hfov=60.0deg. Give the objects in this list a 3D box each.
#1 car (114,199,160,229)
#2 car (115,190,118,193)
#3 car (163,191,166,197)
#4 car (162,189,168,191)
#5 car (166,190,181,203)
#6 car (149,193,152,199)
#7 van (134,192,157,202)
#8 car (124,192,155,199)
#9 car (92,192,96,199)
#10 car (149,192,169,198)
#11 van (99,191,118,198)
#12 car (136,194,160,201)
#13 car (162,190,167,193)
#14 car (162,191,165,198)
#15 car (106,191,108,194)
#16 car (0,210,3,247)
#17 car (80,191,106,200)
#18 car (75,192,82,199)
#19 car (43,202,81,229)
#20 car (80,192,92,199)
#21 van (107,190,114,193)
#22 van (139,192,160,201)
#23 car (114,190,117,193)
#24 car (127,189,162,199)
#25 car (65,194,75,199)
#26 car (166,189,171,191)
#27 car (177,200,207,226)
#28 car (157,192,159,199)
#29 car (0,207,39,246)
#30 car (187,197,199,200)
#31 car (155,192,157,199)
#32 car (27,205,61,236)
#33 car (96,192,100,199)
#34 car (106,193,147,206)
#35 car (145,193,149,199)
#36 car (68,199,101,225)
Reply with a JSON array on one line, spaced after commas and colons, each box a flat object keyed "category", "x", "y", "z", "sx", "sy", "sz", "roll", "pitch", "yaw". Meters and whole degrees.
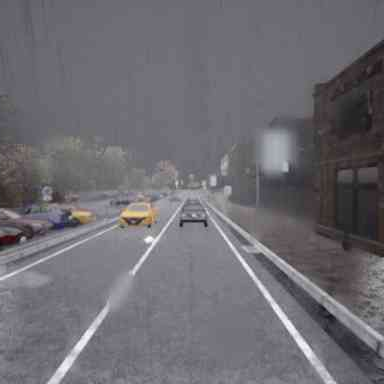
[{"category": "car", "x": -3.354, "y": 1.425, "z": 21.537, "sx": 1.882, "sy": 1.535, "sz": 5.008, "roll": 0, "pitch": 0, "yaw": 0}, {"category": "car", "x": -21.734, "y": 0.803, "z": 84.618, "sx": 4.553, "sy": 1.767, "sz": 2.185, "roll": 0, "pitch": 1, "yaw": 0}, {"category": "car", "x": -9.225, "y": 1.088, "z": 79.079, "sx": 4.674, "sy": 1.452, "sz": 2.002, "roll": 0, "pitch": 1, "yaw": 0}, {"category": "car", "x": -9.225, "y": 0.801, "z": 84.726, "sx": 4.553, "sy": 1.767, "sz": 2.185, "roll": 0, "pitch": 1, "yaw": 0}, {"category": "car", "x": -3.259, "y": 1.076, "z": 63.762, "sx": 2.097, "sy": 1.767, "sz": 4.553, "roll": 0, "pitch": 0, "yaw": 1}, {"category": "car", "x": -9.380, "y": 1.257, "z": 53.627, "sx": 4.674, "sy": 1.452, "sz": 2.002, "roll": 0, "pitch": 0, "yaw": 0}, {"category": "van", "x": -9.411, "y": 0.938, "z": 67.755, "sx": 4.442, "sy": 1.987, "sz": 1.878, "roll": 0, "pitch": 0, "yaw": 0}, {"category": "car", "x": -9.547, "y": 1.203, "z": 56.453, "sx": 5.366, "sy": 1.575, "sz": 1.946, "roll": 0, "pitch": 0, "yaw": 0}, {"category": "car", "x": -21.859, "y": 1.203, "z": 64.836, "sx": 4.792, "sy": 1.488, "sz": 2.163, "roll": 0, "pitch": 0, "yaw": 0}, {"category": "car", "x": -9.329, "y": 0.742, "z": 93.204, "sx": 5.366, "sy": 1.575, "sz": 1.946, "roll": 0, "pitch": 1, "yaw": 0}, {"category": "van", "x": -21.865, "y": 0.640, "z": 87.563, "sx": 4.442, "sy": 1.987, "sz": 1.878, "roll": 0, "pitch": 1, "yaw": 0}, {"category": "car", "x": -9.280, "y": 1.193, "z": 70.580, "sx": 4.674, "sy": 1.452, "sz": 2.002, "roll": 0, "pitch": 0, "yaw": 0}, {"category": "car", "x": -9.205, "y": 0.987, "z": 81.903, "sx": 5.008, "sy": 1.535, "sz": 2.097, "roll": 0, "pitch": 1, "yaw": 0}, {"category": "car", "x": -9.247, "y": 1.143, "z": 76.245, "sx": 4.674, "sy": 1.452, "sz": 2.002, "roll": 0, "pitch": 1, "yaw": 0}, {"category": "car", "x": -21.831, "y": 1.138, "z": 73.318, "sx": 5.008, "sy": 1.535, "sz": 2.097, "roll": 0, "pitch": 0, "yaw": 0}, {"category": "car", "x": -9.335, "y": 1.504, "z": 10.866, "sx": 4.892, "sy": 1.521, "sz": 2.231, "roll": 0, "pitch": 0, "yaw": 0}, {"category": "car", "x": -21.826, "y": 0.900, "z": 70.482, "sx": 5.566, "sy": 2.045, "sz": 2.435, "roll": 0, "pitch": 0, "yaw": 0}, {"category": "car", "x": -21.936, "y": 1.205, "z": 56.365, "sx": 5.008, "sy": 1.535, "sz": 2.097, "roll": 0, "pitch": 0, "yaw": 0}, {"category": "car", "x": -9.343, "y": 1.517, "z": 19.216, "sx": 4.792, "sy": 1.488, "sz": 2.163, "roll": 0, "pitch": 0, "yaw": 0}, {"category": "car", "x": -21.912, "y": 1.184, "z": 62.137, "sx": 4.892, "sy": 1.521, "sz": 2.231, "roll": 0, "pitch": 0, "yaw": 0}, {"category": "van", "x": -21.681, "y": 0.821, "z": 79.092, "sx": 4.442, "sy": 1.987, "sz": 1.878, "roll": 0, "pitch": 1, "yaw": 0}, {"category": "van", "x": -9.378, "y": 0.913, "z": 73.285, "sx": 4.442, "sy": 1.987, "sz": 1.878, "roll": 0, "pitch": 0, "yaw": 0}, {"category": "car", "x": -21.814, "y": 1.016, "z": 81.925, "sx": 4.792, "sy": 1.488, "sz": 2.163, "roll": 0, "pitch": 1, "yaw": 0}, {"category": "car", "x": -9.283, "y": 0.923, "z": 64.928, "sx": 5.566, "sy": 2.045, "sz": 2.435, "roll": 0, "pitch": 0, "yaw": 0}, {"category": "car", "x": -21.926, "y": 1.089, "z": 53.665, "sx": 4.553, "sy": 1.767, "sz": 2.185, "roll": 0, "pitch": 0, "yaw": 0}, {"category": "car", "x": -9.189, "y": 0.555, "z": 90.373, "sx": 5.566, "sy": 2.045, "sz": 2.435, "roll": 0, "pitch": 1, "yaw": 0}, {"category": "car", "x": 0.095, "y": 1.491, "z": 22.834, "sx": 2.033, "sy": 1.411, "sz": 5.357, "roll": 0, "pitch": 0, "yaw": 0}, {"category": "car", "x": -9.333, "y": 1.185, "z": 62.104, "sx": 5.008, "sy": 1.535, "sz": 2.097, "roll": 0, "pitch": 0, "yaw": 0}, {"category": "car", "x": -9.303, "y": 1.527, "z": 13.649, "sx": 4.792, "sy": 1.488, "sz": 2.163, "roll": 0, "pitch": 0, "yaw": 0}, {"category": "car", "x": 0.090, "y": 1.375, "z": 41.810, "sx": 2.128, "sy": 1.511, "sz": 4.902, "roll": 0, "pitch": 0, "yaw": 0}, {"category": "car", "x": -9.339, "y": 1.195, "z": 59.279, "sx": 5.008, "sy": 1.535, "sz": 2.097, "roll": 0, "pitch": 0, "yaw": 0}, {"category": "car", "x": -9.326, "y": 1.532, "z": 16.432, "sx": 4.674, "sy": 1.452, "sz": 2.002, "roll": 0, "pitch": 0, "yaw": 0}, {"category": "car", "x": -21.842, "y": 1.192, "z": 67.659, "sx": 4.792, "sy": 1.488, "sz": 2.163, "roll": 0, "pitch": 0, "yaw": 0}, {"category": "car", "x": -9.440, "y": 1.268, "z": 47.975, "sx": 4.792, "sy": 1.488, "sz": 2.163, "roll": 0, "pitch": 0, "yaw": 0}, {"category": "car", "x": -9.397, "y": 1.267, "z": 50.801, "sx": 4.674, "sy": 1.452, "sz": 2.002, "roll": 0, "pitch": 0, "yaw": 0}, {"category": "car", "x": -9.120, "y": 1.479, "z": 21.998, "sx": 5.366, "sy": 1.575, "sz": 1.946, "roll": 0, "pitch": 0, "yaw": 0}]
